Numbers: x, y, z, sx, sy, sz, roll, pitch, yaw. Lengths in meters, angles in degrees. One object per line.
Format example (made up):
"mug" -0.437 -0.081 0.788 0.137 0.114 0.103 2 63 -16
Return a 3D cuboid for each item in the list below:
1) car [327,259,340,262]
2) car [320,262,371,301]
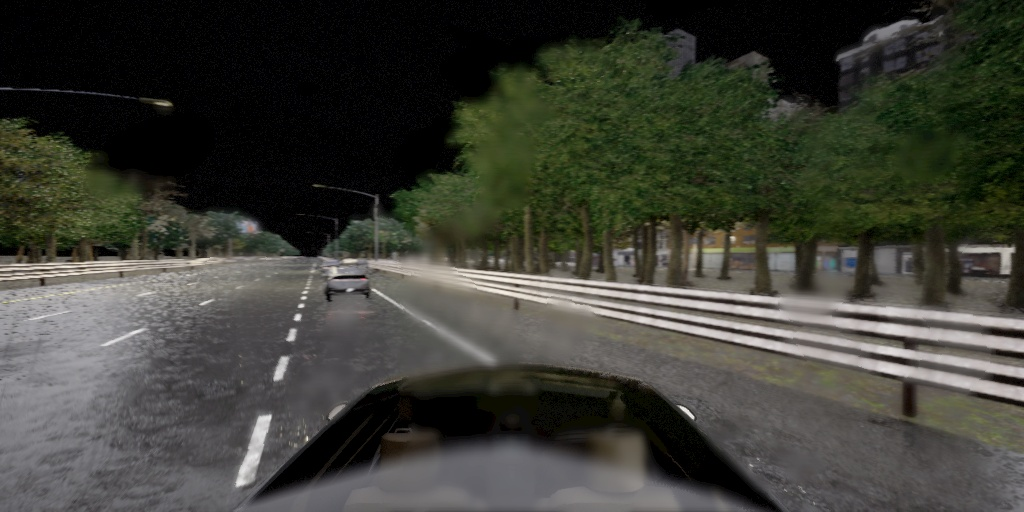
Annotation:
"car" -16.624 1.244 33.223 2.128 1.511 4.902 1 0 -28
"car" -8.050 1.244 17.393 2.128 1.511 4.902 1 0 -28
